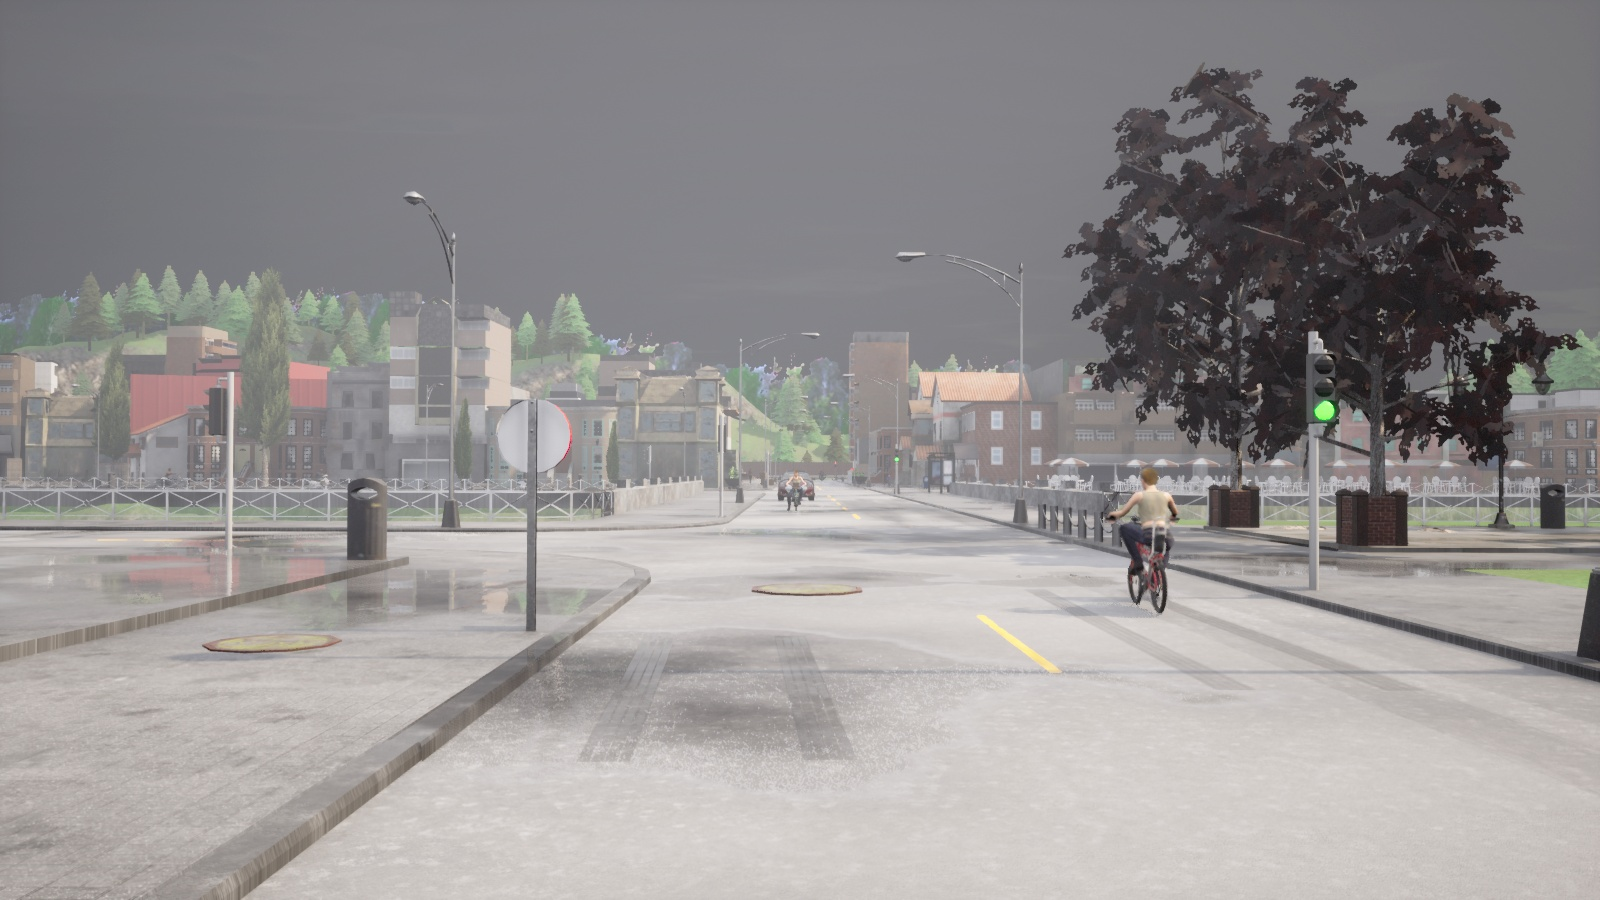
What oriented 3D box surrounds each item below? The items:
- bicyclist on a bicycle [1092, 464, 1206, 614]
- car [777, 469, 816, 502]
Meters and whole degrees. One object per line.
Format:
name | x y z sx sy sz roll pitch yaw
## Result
bicyclist on a bicycle | 3.955 0.976 14.352 0.866 1.612 1.509 0 -1 0
car | -0.184 1.860 66.573 2.033 1.649 4.856 0 -1 0
